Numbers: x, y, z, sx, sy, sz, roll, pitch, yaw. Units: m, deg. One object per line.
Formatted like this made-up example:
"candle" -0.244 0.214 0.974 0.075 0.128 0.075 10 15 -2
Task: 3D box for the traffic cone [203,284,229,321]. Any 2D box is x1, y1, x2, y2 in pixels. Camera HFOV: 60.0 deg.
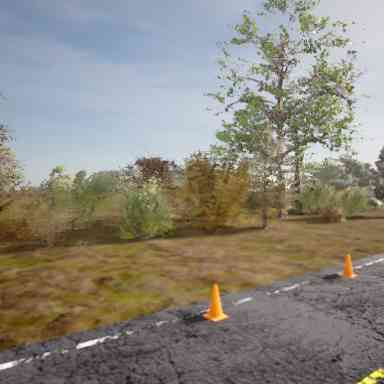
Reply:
"traffic cone" 0.437 1.984 6.083 0.340 0.580 0.340 0 0 -37

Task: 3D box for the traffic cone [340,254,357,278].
"traffic cone" 4.291 2.002 9.125 0.340 0.580 0.340 0 0 -39
